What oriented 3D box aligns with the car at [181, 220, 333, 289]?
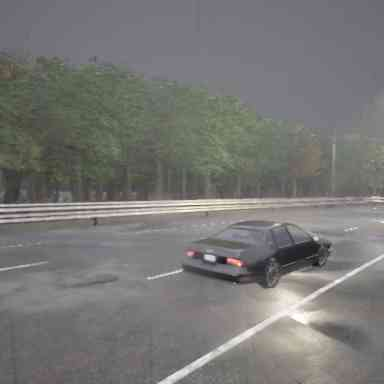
[{"bbox_3d":[2.074,1.493,9.120,2.033,1.411,5.357,1,1,42],"label":"car"}]
